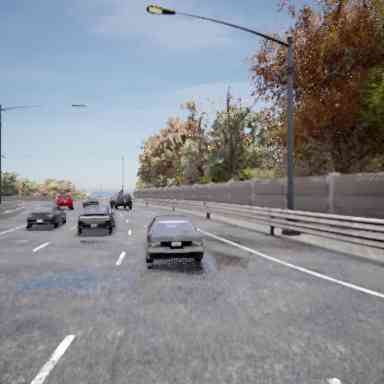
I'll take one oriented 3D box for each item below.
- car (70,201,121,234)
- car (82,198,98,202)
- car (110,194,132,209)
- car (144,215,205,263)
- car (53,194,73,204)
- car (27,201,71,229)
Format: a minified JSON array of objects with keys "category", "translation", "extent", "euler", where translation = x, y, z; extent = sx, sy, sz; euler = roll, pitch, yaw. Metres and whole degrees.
[{"category":"car","translation":[-5.485,1.514,19.525],"extent":[2.128,1.511,4.902],"euler":[0,0,-10]},{"category":"car","translation":[-13.955,1.561,45.743],"extent":[1.837,1.490,4.892],"euler":[0,0,-24]},{"category":"car","translation":[-9.567,1.261,44.590],"extent":[2.150,2.045,5.566],"euler":[0,0,-24]},{"category":"car","translation":[-0.750,1.551,12.124],"extent":[2.033,1.411,5.357],"euler":[0,0,-7]},{"category":"car","translation":[-17.274,1.290,44.696],"extent":[2.150,2.045,5.566],"euler":[0,0,-25]},{"category":"car","translation":[-9.587,1.563,22.166],"extent":[1.812,1.442,4.674],"euler":[0,0,-12]}]
